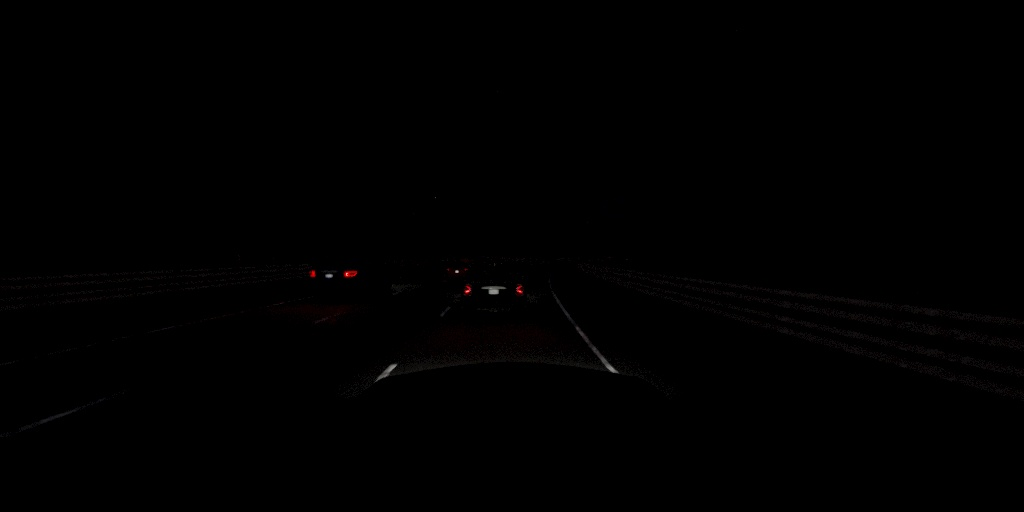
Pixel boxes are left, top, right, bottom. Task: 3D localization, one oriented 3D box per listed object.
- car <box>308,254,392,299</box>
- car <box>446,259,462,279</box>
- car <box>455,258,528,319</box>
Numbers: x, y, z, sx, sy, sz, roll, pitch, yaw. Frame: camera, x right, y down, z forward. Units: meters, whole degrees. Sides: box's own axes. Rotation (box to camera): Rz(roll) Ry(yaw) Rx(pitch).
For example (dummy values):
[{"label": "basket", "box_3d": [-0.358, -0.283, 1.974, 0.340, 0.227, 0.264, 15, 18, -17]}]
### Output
[{"label": "car", "box_3d": [-7.723, 0.919, 17.678, 2.150, 2.045, 5.566, 0, 0, -1]}, {"label": "car", "box_3d": [-4.587, 1.253, 31.532, 1.994, 1.385, 4.181, 0, 0, -2]}, {"label": "car", "box_3d": [-0.619, 1.092, 12.898, 2.097, 1.767, 4.553, 0, 0, -2]}]
